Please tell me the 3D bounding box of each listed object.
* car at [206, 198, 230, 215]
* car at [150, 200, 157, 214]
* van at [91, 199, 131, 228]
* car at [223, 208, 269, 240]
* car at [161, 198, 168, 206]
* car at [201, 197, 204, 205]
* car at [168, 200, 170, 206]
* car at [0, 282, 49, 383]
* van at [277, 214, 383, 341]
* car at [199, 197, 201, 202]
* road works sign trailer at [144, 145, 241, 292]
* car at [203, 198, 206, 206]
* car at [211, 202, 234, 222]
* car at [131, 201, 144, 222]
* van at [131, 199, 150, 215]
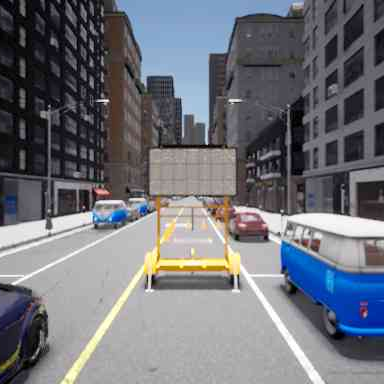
[{"bbox_3d":[2.918,1.543,33.879,2.192,1.841,5.009,0,0,0],"label":"car"},{"bbox_3d":[-5.597,1.835,39.394,1.947,1.339,4.313,0,0,0],"label":"car"},{"bbox_3d":[-5.627,1.497,22.893,1.690,1.788,3.998,0,0,0],"label":"van"},{"bbox_3d":[2.890,1.698,17.374,1.802,1.307,4.206,0,0,0],"label":"car"},{"bbox_3d":[-5.568,1.952,55.897,1.947,1.339,4.313,0,0,0],"label":"car"},{"bbox_3d":[2.957,1.933,55.883,2.008,1.369,4.403,0,0,0],"label":"car"},{"bbox_3d":[-5.558,2.007,61.399,1.802,1.307,4.206,0,0,0],"label":"car"},{"bbox_3d":[-2.991,1.586,2.977,1.994,1.385,4.181,0,0,0],"label":"car"},{"bbox_3d":[2.870,1.383,6.373,1.690,1.788,3.998,0,0,0],"label":"van"},{"bbox_3d":[2.977,2.027,66.885,1.947,1.339,4.313,0,0,0],"label":"car"},{"bbox_3d":[0.019,0.526,9.062,2.380,3.560,2.880,0,0,0],"label":"road works sign trailer"},{"bbox_3d":[2.938,1.744,44.881,1.967,1.590,4.097,0,0,0],"label":"car"},{"bbox_3d":[2.910,1.772,28.376,1.802,1.307,4.206,0,0,0],"label":"car"},{"bbox_3d":[-5.616,1.744,28.391,2.008,1.369,4.403,0,0,0],"label":"car"},{"bbox_3d":[-5.607,1.573,33.894,1.690,1.788,3.998,0,0,0],"label":"van"}]
